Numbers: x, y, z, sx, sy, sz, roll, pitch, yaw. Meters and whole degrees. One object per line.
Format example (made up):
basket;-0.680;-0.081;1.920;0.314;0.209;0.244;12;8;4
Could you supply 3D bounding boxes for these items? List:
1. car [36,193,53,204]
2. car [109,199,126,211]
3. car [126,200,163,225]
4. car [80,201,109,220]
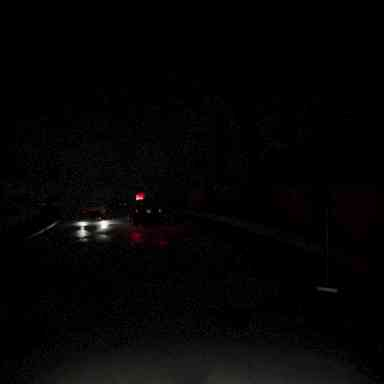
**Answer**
car;-29.097;1.206;65.227;2.150;2.045;5.566;0;0;-40
car;-9.477;1.533;41.115;2.033;1.411;5.357;0;0;-25
car;-3.440;1.337;24.359;2.097;1.767;4.553;0;0;-15
car;-8.413;1.472;28.276;1.882;1.535;5.008;0;0;-18
